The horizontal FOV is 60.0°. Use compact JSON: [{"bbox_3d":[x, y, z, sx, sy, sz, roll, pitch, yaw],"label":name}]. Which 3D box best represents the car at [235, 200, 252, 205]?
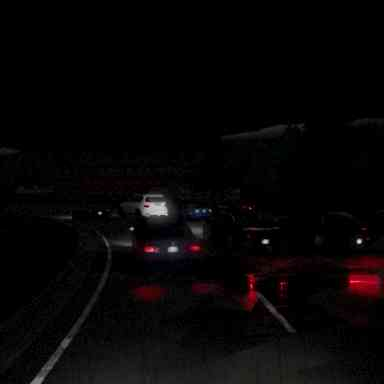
[{"bbox_3d":[4.397,1.508,33.143,1.994,1.385,4.181,0,0,-34],"label":"car"}]

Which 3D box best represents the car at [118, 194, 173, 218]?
[{"bbox_3d":[-4.044,1.176,26.771,2.150,2.045,5.566,0,0,-34],"label":"car"}]

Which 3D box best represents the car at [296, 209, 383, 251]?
[{"bbox_3d":[5.361,1.482,14.200,1.837,1.490,4.892,0,0,-14],"label":"car"}]

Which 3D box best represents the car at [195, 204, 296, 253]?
[{"bbox_3d":[1.898,1.468,13.658,2.128,1.511,4.902,0,0,-14],"label":"car"}]

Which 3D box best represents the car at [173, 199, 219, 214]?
[{"bbox_3d":[-0.440,1.500,27.692,2.033,1.411,5.357,0,0,-33],"label":"car"}]

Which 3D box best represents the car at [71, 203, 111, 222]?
[{"bbox_3d":[-7.995,1.518,26.209,1.994,1.385,4.181,0,0,-36],"label":"car"}]

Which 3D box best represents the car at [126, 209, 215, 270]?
[{"bbox_3d":[-1.010,1.528,11.035,2.033,1.411,5.357,0,0,-12],"label":"car"}]

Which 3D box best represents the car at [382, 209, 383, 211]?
[{"bbox_3d":[8.969,1.467,14.725,2.128,1.511,4.902,0,0,-13],"label":"car"}]

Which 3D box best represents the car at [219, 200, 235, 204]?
[{"bbox_3d":[1.478,1.452,31.227,1.837,1.490,4.892,0,0,-34],"label":"car"}]
